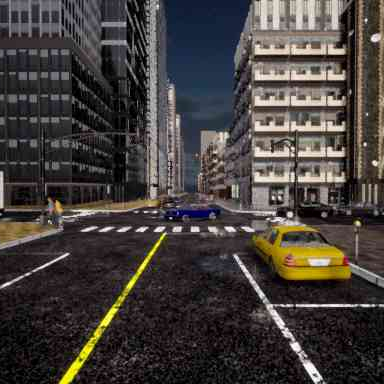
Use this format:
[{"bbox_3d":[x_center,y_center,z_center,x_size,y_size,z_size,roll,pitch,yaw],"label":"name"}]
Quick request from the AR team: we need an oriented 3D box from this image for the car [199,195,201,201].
[{"bbox_3d":[2.845,1.420,87.046,1.967,1.590,4.097,-1,0,0],"label":"car"}]

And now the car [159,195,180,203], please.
[{"bbox_3d":[-3.001,1.492,45.846,1.837,1.490,4.892,0,0,0],"label":"car"}]

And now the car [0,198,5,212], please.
[{"bbox_3d":[-21.597,1.274,33.187,4.829,1.417,1.752,0,0,1],"label":"car"}]

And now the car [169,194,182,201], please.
[{"bbox_3d":[-2.979,1.511,55.593,1.812,1.442,4.674,0,0,0],"label":"car"}]

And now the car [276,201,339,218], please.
[{"bbox_3d":[10.126,1.542,29.985,5.008,1.535,1.882,0,1,-2],"label":"car"}]

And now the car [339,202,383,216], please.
[{"bbox_3d":[16.377,1.622,32.616,4.403,1.369,2.008,0,1,1],"label":"car"}]

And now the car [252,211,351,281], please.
[{"bbox_3d":[2.826,1.522,9.679,1.752,1.417,4.829,-1,0,0],"label":"car"}]

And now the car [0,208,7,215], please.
[{"bbox_3d":[-18.276,1.421,27.374,5.357,1.411,2.033,0,1,1],"label":"car"}]

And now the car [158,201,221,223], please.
[{"bbox_3d":[0.026,1.593,25.544,4.718,1.301,1.895,0,0,-45],"label":"car"}]

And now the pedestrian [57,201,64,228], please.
[{"bbox_3d":[-7.731,1.138,19.049,0.375,1.860,0.375,-1,1,0],"label":"pedestrian"}]

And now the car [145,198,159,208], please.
[{"bbox_3d":[-5.611,1.512,47.310,1.752,1.417,4.829,-1,0,0],"label":"car"}]

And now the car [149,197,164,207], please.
[{"bbox_3d":[-5.599,1.552,53.134,1.947,1.339,4.313,-1,0,0],"label":"car"}]

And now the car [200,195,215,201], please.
[{"bbox_3d":[2.781,1.537,53.118,2.008,1.369,4.403,-1,0,0],"label":"car"}]

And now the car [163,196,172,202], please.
[{"bbox_3d":[-5.554,1.564,75.752,1.802,1.307,4.206,-1,0,0],"label":"car"}]

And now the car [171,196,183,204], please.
[{"bbox_3d":[-2.909,1.531,65.978,2.033,1.411,5.357,0,0,0],"label":"car"}]

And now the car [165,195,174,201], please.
[{"bbox_3d":[-5.544,1.526,81.407,1.887,1.381,4.507,-1,0,0],"label":"car"}]

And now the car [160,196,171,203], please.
[{"bbox_3d":[-5.566,1.528,70.098,1.887,1.381,4.507,-1,0,0],"label":"car"}]

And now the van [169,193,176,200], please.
[{"bbox_3d":[-5.525,1.320,92.717,1.690,1.788,3.998,-1,0,0],"label":"van"}]

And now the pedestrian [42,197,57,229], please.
[{"bbox_3d":[-7.856,1.136,18.372,0.375,1.860,0.375,-1,1,0],"label":"pedestrian"}]
